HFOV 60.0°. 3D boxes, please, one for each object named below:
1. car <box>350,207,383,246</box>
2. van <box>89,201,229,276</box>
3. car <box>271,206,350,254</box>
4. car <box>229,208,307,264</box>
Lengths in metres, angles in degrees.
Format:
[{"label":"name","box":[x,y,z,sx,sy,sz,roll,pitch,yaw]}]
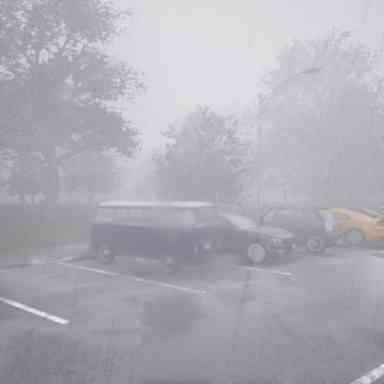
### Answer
[{"label":"car","box":[6.102,1.491,15.330,5.008,1.535,2.097,-1,-1,36]},{"label":"van","box":[-1.343,1.261,10.345,4.442,1.987,1.878,-1,-1,35]},{"label":"car","box":[3.668,1.362,13.638,4.553,1.767,2.185,-1,-1,35]},{"label":"car","box":[1.197,1.486,11.983,5.008,1.535,2.097,-1,-1,35]}]
